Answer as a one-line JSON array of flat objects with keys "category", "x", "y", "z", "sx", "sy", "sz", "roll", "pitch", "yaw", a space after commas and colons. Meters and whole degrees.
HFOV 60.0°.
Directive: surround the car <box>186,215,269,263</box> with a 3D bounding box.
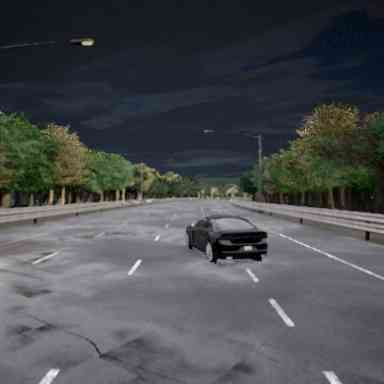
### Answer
[{"category": "car", "x": 1.123, "y": 1.621, "z": 12.809, "sx": 1.882, "sy": 1.535, "sz": 5.008, "roll": -1, "pitch": 0, "yaw": -15}]
